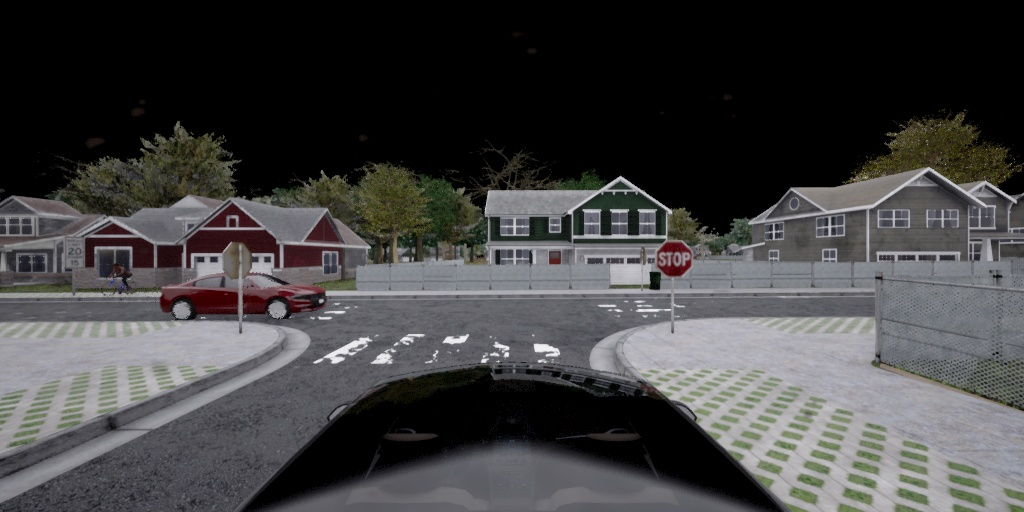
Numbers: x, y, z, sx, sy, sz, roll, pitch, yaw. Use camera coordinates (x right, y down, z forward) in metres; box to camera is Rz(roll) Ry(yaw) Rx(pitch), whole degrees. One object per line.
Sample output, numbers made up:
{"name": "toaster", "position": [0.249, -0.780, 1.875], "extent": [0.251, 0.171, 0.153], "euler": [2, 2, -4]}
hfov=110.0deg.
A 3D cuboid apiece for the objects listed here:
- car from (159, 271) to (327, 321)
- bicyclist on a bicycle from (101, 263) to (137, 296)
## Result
{"name": "car", "position": [-9.028, 1.288, 12.293], "extent": [5.008, 1.535, 1.882], "euler": [0, 0, 1]}
{"name": "bicyclist on a bicycle", "position": [-19.997, 1.197, 18.263], "extent": [0.582, 1.620, 1.656], "euler": [0, 0, 1]}
